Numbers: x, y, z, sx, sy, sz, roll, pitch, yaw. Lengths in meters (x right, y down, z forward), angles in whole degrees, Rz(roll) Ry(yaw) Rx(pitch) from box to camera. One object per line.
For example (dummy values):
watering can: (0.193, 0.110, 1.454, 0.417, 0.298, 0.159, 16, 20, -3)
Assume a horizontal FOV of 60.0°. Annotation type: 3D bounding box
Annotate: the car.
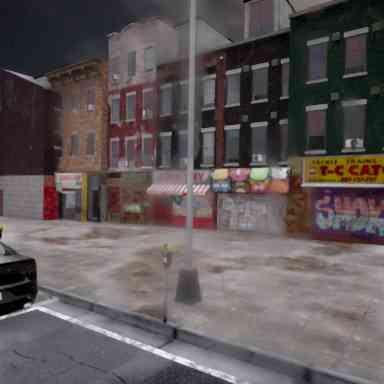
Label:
car: (-5.052, 1.475, 6.548, 5.008, 1.535, 1.882, 0, 0, 35)
